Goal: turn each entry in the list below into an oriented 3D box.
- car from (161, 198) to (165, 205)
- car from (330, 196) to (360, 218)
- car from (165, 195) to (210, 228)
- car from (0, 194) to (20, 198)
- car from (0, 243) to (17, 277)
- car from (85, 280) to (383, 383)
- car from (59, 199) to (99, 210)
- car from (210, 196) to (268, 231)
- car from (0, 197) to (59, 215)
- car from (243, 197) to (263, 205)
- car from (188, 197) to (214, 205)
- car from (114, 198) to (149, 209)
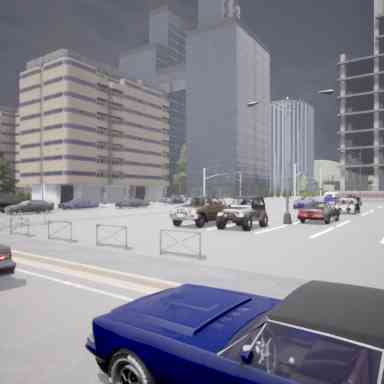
[{"bbox_3d":[-3.452,1.346,58.959,2.097,1.767,4.553,0,0,34],"label":"car"},{"bbox_3d":[15.039,1.394,32.232,1.970,1.475,3.806,0,0,34],"label":"car"},{"bbox_3d":[0.645,1.152,20.945,1.932,1.855,4.605,0,0,34],"label":"car"},{"bbox_3d":[-20.259,1.216,34.031,2.150,2.045,5.566,0,0,34],"label":"car"},{"bbox_3d":[-6.724,1.546,8.707,5.357,1.411,2.033,0,0,35],"label":"car"},{"bbox_3d":[1.120,1.601,3.191,4.718,1.301,1.895,0,0,35],"label":"car"},{"bbox_3d":[-14.444,1.541,42.694,2.033,1.411,5.357,0,0,34],"label":"car"},{"bbox_3d":[3.012,1.155,19.279,1.905,1.878,3.866,0,0,34],"label":"car"},{"bbox_3d":[-16.312,1.521,33.593,1.812,1.442,4.674,0,0,34],"label":"car"},{"bbox_3d":[11.358,1.597,61.948,1.895,1.301,4.718,0,0,35],"label":"car"},{"bbox_3d":[1.681,1.598,60.259,2.033,1.411,5.357,0,0,34],"label":"car"},{"bbox_3d":[-8.160,1.541,45.765,2.033,1.411,5.357,0,0,34],"label":"car"}]
